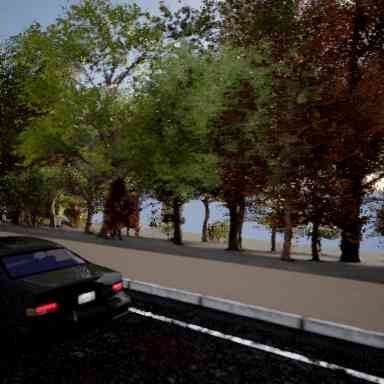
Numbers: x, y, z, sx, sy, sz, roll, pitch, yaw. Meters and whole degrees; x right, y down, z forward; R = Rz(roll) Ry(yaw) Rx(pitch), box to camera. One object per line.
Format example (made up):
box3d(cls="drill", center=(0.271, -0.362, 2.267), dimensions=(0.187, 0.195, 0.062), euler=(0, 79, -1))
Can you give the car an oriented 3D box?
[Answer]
box3d(cls="car", center=(-3.551, 1.559, 6.217), dimensions=(5.357, 1.411, 2.033), euler=(0, 0, 35))
